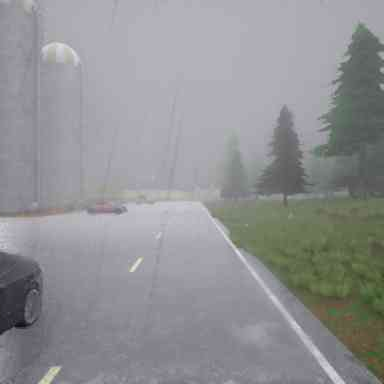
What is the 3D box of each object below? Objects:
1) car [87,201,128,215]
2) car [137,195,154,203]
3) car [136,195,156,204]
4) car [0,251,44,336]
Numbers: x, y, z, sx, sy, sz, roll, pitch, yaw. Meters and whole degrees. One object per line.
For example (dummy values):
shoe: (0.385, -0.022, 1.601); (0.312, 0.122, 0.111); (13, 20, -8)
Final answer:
car: (-9.062, 1.708, 35.792); (4.181, 1.381, 1.994); (0, 0, -1)
car: (-11.907, 1.734, 85.647); (3.866, 1.878, 1.905); (0, 0, -31)
car: (-9.550, 1.786, 68.800); (3.988, 1.617, 1.851); (0, 0, -1)
car: (-3.586, 1.546, 4.324); (1.812, 1.442, 4.674); (0, 0, 0)
